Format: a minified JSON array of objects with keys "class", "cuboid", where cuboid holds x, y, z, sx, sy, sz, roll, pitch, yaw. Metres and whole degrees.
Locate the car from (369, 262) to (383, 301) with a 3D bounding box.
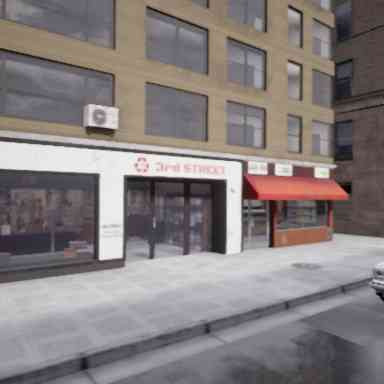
[{"class":"car","cuboid":[5.891,1.706,7.274,4.718,1.301,1.895,1,0,-35]}]
